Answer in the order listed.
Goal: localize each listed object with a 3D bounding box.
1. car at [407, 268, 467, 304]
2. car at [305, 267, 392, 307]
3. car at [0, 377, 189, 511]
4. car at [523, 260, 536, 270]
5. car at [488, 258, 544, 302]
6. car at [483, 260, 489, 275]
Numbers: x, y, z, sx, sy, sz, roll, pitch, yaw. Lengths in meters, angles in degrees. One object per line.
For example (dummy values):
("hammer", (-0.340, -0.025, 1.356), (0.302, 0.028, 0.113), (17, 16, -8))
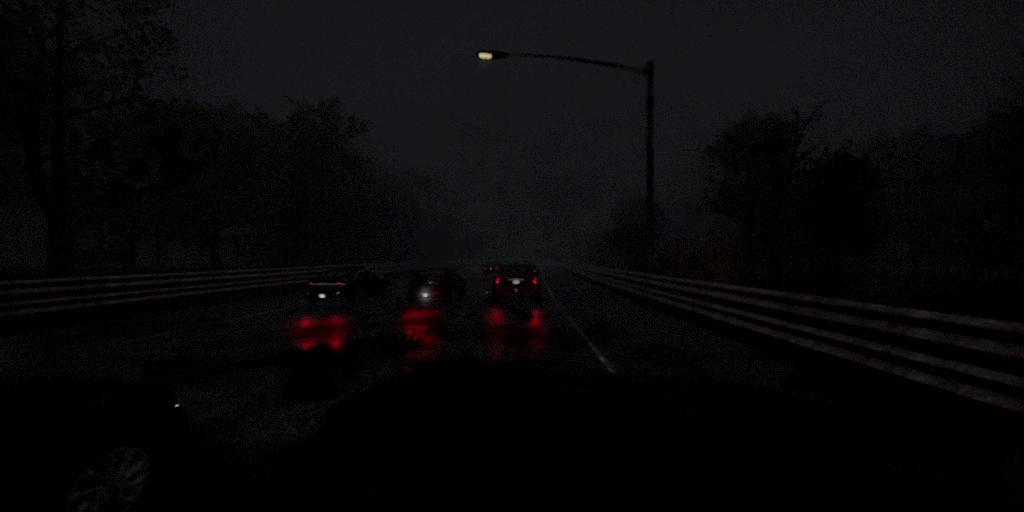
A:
("car", (-3.262, 1.264, 16.350), (1.837, 1.490, 4.892), (0, 0, 2))
("car", (-6.802, 1.236, 15.459), (2.128, 1.511, 4.902), (0, 0, 2))
("car", (-3.743, 1.243, 1.064), (1.837, 1.490, 4.892), (0, 0, 1))
("car", (2.717, 1.359, 53.894), (1.812, 1.442, 4.674), (0, 0, 5))
("car", (0.271, 1.121, 17.172), (2.097, 1.767, 4.553), (0, 0, 2))
("car", (-1.997, 1.341, 39.297), (2.033, 1.411, 5.357), (0, 0, 4))
